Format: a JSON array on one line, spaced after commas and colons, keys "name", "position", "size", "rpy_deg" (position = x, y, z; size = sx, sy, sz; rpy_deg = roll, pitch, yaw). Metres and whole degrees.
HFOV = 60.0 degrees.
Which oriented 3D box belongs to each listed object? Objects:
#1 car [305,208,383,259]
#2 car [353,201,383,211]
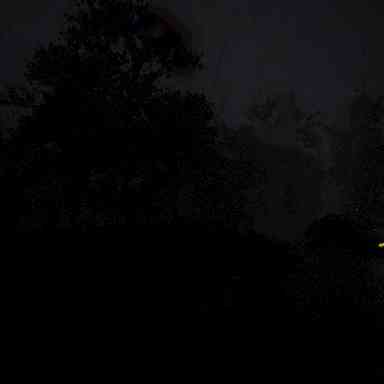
[{"name": "car", "position": [6.340, 1.544, 12.892], "size": [2.033, 1.411, 5.357], "rpy_deg": [0, 0, -7]}, {"name": "car", "position": [17.845, 1.553, 32.539], "size": [4.181, 1.385, 1.994], "rpy_deg": [0, 0, -13]}]
